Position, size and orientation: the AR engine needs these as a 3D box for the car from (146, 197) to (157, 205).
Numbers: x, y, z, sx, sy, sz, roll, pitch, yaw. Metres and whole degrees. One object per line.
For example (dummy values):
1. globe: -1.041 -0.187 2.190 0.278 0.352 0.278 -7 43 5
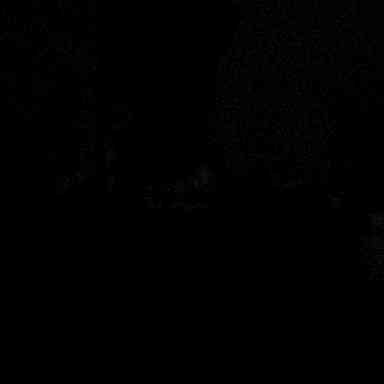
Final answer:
1. car: -8.216 1.671 60.764 1.812 1.442 4.674 0 0 -38
